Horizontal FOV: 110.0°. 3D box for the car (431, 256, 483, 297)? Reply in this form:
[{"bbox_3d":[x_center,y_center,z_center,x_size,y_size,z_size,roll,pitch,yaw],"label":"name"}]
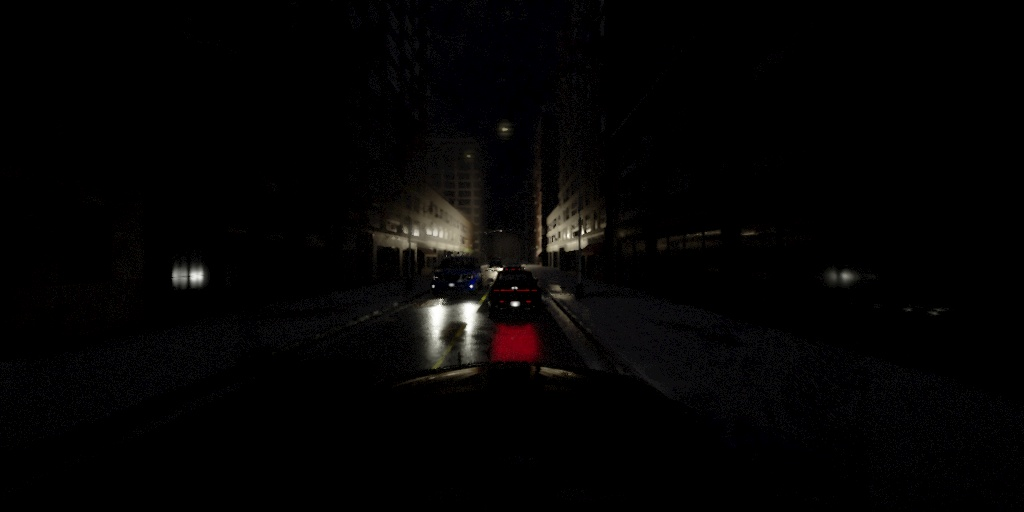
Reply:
[{"bbox_3d":[-2.849,1.017,19.659,2.150,2.045,5.566,0,0,0],"label":"car"}]

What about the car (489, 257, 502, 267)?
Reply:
[{"bbox_3d":[-2.775,1.163,62.012,2.150,2.045,5.566,0,0,1],"label":"car"}]

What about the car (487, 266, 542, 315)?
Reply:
[{"bbox_3d":[0.101,1.284,13.831,1.837,1.490,4.892,0,0,0],"label":"car"}]

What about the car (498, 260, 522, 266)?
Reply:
[{"bbox_3d":[0.102,1.319,31.321,2.128,1.511,4.902,0,0,0],"label":"car"}]
